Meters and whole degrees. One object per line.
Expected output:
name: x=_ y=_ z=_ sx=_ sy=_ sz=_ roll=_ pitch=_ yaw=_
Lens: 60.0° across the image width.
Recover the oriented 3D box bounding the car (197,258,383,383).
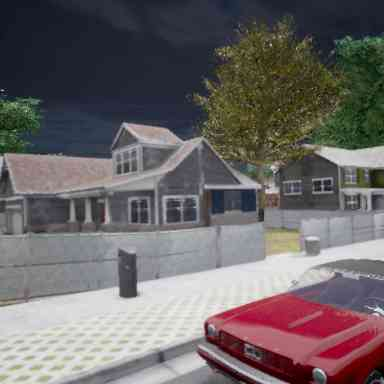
car: x=2.376 y=1.748 z=4.792 sx=4.718 sy=1.301 sz=1.895 roll=0 pitch=-3 yaw=-38
